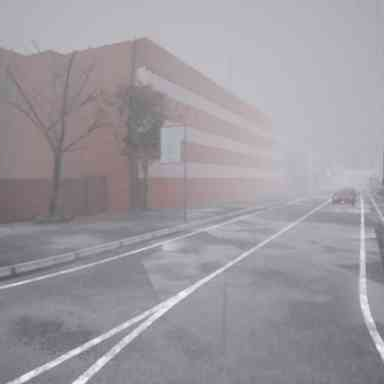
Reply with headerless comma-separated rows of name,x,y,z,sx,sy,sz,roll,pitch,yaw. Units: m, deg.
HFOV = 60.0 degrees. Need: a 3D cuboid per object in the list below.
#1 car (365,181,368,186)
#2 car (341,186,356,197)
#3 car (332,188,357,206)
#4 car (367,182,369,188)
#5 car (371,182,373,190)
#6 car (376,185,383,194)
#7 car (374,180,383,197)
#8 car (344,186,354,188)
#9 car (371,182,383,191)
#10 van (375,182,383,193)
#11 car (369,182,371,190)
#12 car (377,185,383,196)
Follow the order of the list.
car,43.501,-1.485,76.221,5.566,2.045,2.435,1,3,26
car,23.294,-0.164,49.358,1.812,1.442,4.674,1,3,27
car,14.615,0.553,31.946,1.895,1.301,4.718,1,2,27
car,42.399,-1.138,73.625,5.366,1.575,1.946,1,3,26
car,34.752,-0.542,58.504,4.792,1.488,2.163,1,3,26
car,32.291,-0.342,53.420,4.674,1.452,2.002,1,3,26
car,27.300,-0.264,43.274,5.566,2.045,2.435,1,2,26
car,18.992,0.181,40.795,2.033,1.411,5.357,1,3,27
car,41.019,-1.169,71.152,4.553,1.767,2.185,1,3,26
van,36.127,-0.889,60.965,4.442,1.987,1.878,1,3,26
car,38.672,-0.854,66.016,5.366,1.575,1.946,1,3,26
car,29.804,-0.195,48.347,5.008,1.535,2.097,1,2,26
